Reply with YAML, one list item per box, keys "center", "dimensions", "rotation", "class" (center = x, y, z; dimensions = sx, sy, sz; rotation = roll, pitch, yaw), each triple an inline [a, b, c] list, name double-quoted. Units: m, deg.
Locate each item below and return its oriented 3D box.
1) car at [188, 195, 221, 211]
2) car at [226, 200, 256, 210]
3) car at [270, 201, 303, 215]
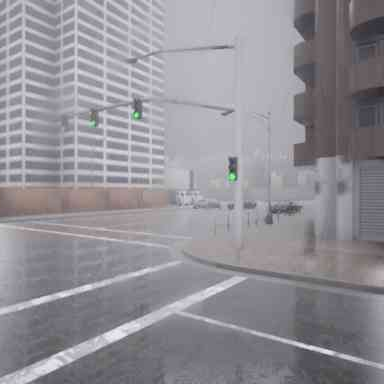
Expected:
- center: [1.947, 1.504, 40.971]
  dimensions: [1.812, 1.442, 4.674]
  rotation: [0, 0, 35]
  class: "car"
- center: [6.080, 1.583, 40.748]
  dimensions: [1.895, 1.301, 4.718]
  rotation: [0, 0, 36]
  class: "car"
- center: [9.638, 1.588, 33.531]
  dimensions: [1.895, 1.301, 4.718]
  rotation: [0, 0, 35]
  class: "car"
